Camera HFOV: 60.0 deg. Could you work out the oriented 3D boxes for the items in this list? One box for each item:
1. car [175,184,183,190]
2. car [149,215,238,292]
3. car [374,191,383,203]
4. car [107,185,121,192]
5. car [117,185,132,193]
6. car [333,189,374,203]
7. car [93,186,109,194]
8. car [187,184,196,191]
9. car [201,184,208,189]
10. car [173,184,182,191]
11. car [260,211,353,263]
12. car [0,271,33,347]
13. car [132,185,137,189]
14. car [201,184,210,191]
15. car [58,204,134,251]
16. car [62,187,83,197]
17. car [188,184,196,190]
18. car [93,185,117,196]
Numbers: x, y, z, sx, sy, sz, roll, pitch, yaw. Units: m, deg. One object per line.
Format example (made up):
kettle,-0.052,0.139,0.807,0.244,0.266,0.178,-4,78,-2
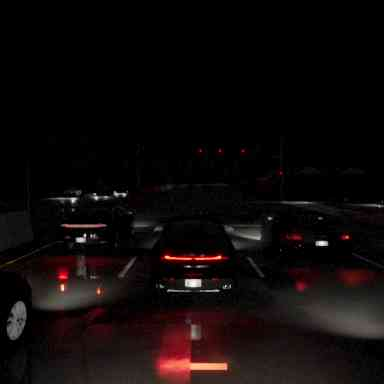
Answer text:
car,-3.579,-1.365,91.451,2.033,1.411,5.357,0,2,0
car,0.050,1.338,8.487,1.837,1.490,4.892,0,2,1
car,21.345,0.593,32.554,5.357,1.411,2.033,0,2,2
car,-17.565,-0.826,75.126,2.033,1.411,5.357,0,2,0
car,-14.068,-0.497,67.088,1.895,1.301,4.718,0,2,0
car,17.940,0.417,36.184,4.902,1.511,2.128,0,2,2
car,-17.588,-0.444,64.354,1.994,1.385,4.181,0,2,0
car,-0.071,-1.081,81.679,1.837,1.490,4.892,0,2,0
car,3.421,-1.422,91.489,1.895,1.301,4.718,0,2,0
car,-3.570,-0.975,81.329,1.895,1.301,4.718,0,2,0
car,3.563,1.317,11.086,1.994,1.385,4.181,0,2,0
car,-3.408,1.476,3.298,1.837,1.490,4.892,0,1,0
car,-14.067,-0.919,77.938,2.033,1.411,5.357,0,2,0
car,3.430,-1.097,81.044,1.882,1.535,5.008,0,2,0
car,-3.428,1.189,12.686,2.128,1.511,4.902,0,2,0
car,-17.636,0.018,49.255,1.812,1.442,4.674,0,2,0
car,-0.079,-1.379,91.870,2.033,1.411,5.357,0,2,0
car,-14.134,-0.192,54.144,1.882,1.535,5.008,0,2,0
